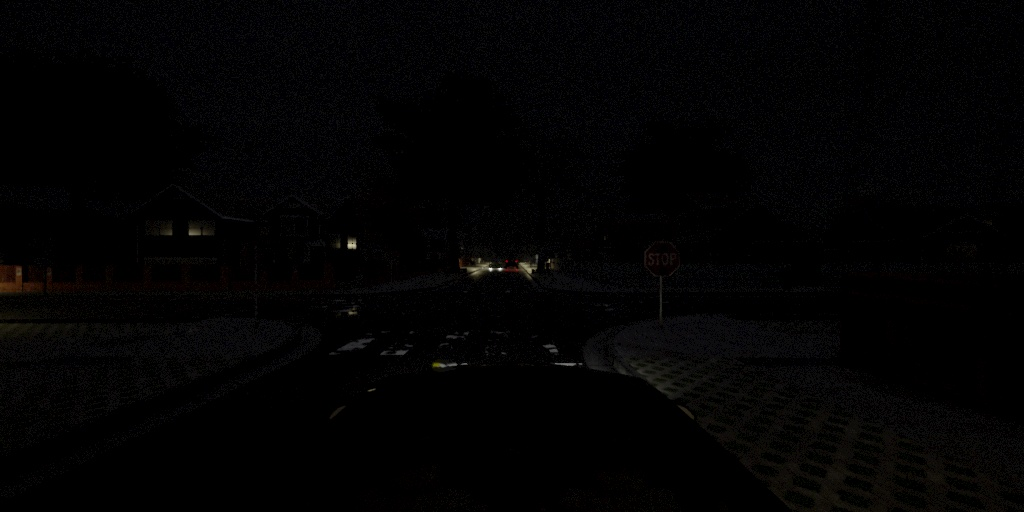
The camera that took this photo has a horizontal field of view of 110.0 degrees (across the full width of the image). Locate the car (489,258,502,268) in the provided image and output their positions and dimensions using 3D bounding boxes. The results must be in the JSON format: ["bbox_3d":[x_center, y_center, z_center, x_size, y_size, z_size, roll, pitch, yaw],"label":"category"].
[{"bbox_3d":[-2.820,1.136,62.308,2.097,1.767,4.553,0,0,0],"label":"car"}]

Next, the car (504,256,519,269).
[{"bbox_3d":[-0.066,1.003,58.141,2.150,2.045,5.566,0,0,0],"label":"car"}]
